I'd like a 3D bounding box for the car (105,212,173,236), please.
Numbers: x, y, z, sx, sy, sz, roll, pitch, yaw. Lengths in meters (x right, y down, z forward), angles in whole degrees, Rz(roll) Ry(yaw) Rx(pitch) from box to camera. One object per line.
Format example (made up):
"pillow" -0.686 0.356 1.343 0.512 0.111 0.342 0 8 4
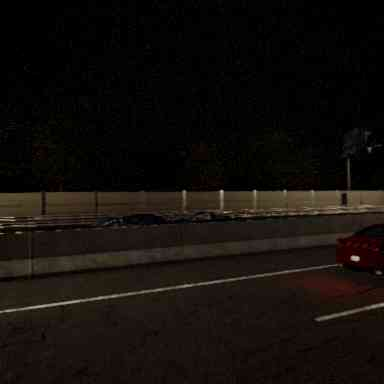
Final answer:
"car" -3.911 2.324 24.697 4.674 1.442 1.812 0 -2 -26

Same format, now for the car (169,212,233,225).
"car" 0.608 2.151 22.981 4.902 1.511 2.128 0 -2 -26

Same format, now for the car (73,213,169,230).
"car" -3.985 2.067 16.907 4.902 1.511 2.128 0 -2 -26

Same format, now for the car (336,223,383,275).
"car" 6.683 1.646 10.155 5.008 1.535 1.882 0 -2 -26
